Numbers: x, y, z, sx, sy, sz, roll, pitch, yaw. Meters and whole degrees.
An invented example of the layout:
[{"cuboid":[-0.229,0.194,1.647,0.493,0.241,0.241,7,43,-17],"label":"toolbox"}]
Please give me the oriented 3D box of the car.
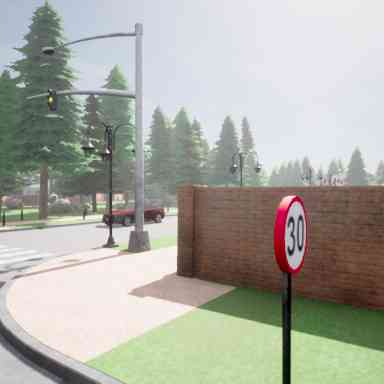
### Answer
[{"cuboid":[-3.956,1.463,23.097,1.882,1.535,5.008,0,0,34],"label":"car"}]
